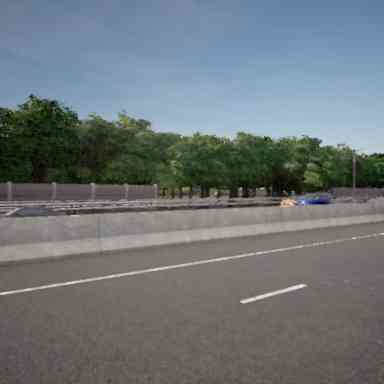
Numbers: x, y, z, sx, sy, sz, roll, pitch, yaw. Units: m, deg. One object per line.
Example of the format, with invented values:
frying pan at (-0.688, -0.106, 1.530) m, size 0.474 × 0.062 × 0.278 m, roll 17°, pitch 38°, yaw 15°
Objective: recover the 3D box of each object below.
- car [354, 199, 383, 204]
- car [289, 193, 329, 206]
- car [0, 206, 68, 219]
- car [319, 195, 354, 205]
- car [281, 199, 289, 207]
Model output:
car at (19.410, 1.473, 35.038) m, size 4.674 × 1.442 × 1.812 m, roll 0°, pitch 0°, yaw -35°
car at (14.689, 1.168, 40.271) m, size 5.566 × 2.045 × 2.150 m, roll 0°, pitch 0°, yaw -35°
car at (-9.410, 1.516, 18.773) m, size 4.674 × 1.442 × 1.812 m, roll 0°, pitch 0°, yaw -35°
car at (16.861, 1.451, 37.519) m, size 4.892 × 1.490 × 1.837 m, roll 0°, pitch 0°, yaw -35°
car at (13.883, 1.298, 43.987) m, size 4.553 × 1.767 × 2.097 m, roll 0°, pitch 0°, yaw -35°
